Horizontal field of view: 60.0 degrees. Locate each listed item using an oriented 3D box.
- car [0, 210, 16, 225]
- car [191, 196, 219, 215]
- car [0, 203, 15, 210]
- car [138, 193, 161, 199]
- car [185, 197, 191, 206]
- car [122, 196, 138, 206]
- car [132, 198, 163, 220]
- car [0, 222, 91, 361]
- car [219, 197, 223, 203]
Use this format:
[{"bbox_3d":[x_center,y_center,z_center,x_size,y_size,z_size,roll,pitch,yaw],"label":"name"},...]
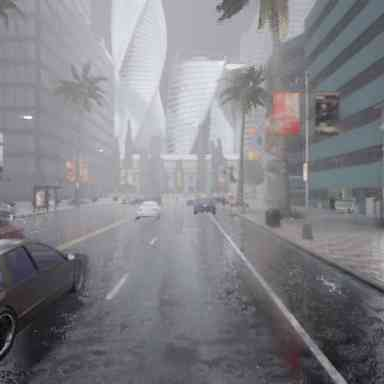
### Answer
[{"bbox_3d":[-7.098,1.510,10.676,1.812,1.442,4.674,0,0,0],"label":"car"},{"bbox_3d":[1.233,1.301,33.600,2.097,1.767,4.553,0,0,0],"label":"car"},{"bbox_3d":[-13.581,1.450,21.989,2.231,1.521,4.892,0,0,0],"label":"car"},{"bbox_3d":[-6.400,1.142,53.328,2.150,2.045,5.566,0,0,8],"label":"car"},{"bbox_3d":[0.359,1.448,52.012,1.812,1.442,4.674,0,0,11],"label":"car"},{"bbox_3d":[-9.748,1.412,53.939,2.128,1.511,4.902,0,0,8],"label":"car"},{"bbox_3d":[-3.407,1.485,27.332,1.812,1.442,4.674,0,0,0],"label":"car"},{"bbox_3d":[-3.399,1.539,5.757,2.033,1.411,5.357,0,0,0],"label":"car"},{"bbox_3d":[4.348,1.472,63.886,1.994,1.385,4.181,0,0,33],"label":"car"}]
